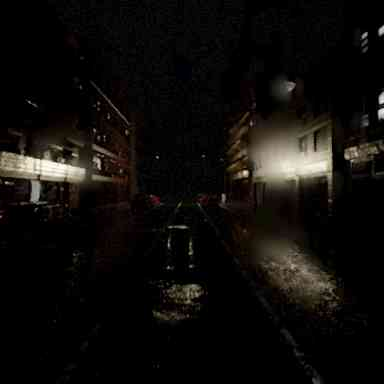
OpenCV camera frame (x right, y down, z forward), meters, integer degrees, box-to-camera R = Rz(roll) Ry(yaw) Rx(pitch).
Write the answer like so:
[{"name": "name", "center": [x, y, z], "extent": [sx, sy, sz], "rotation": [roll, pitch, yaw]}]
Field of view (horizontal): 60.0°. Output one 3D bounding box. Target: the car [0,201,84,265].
[{"name": "car", "center": [-5.782, 1.282, 11.682], "extent": [2.192, 1.841, 5.009], "rotation": [0, 0, 0]}]

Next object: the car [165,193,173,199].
[{"name": "car", "center": [-6.430, 1.132, 90.586], "extent": [2.008, 1.369, 4.403], "rotation": [0, 0, 0]}]

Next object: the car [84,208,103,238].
[{"name": "car", "center": [-5.829, 1.522, 17.319], "extent": [1.802, 1.307, 4.206], "rotation": [0, 0, 0]}]

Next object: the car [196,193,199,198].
[{"name": "car", "center": [2.089, 1.183, 73.743], "extent": [2.008, 1.369, 4.403], "rotation": [0, 0, 0]}]

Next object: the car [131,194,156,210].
[{"name": "car", "center": [-6.013, 1.147, 39.862], "extent": [2.192, 1.841, 5.009], "rotation": [0, 0, 0]}]

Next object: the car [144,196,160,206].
[{"name": "car", "center": [-6.106, 1.322, 51.136], "extent": [1.887, 1.381, 4.507], "rotation": [0, 0, 0]}]

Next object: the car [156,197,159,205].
[{"name": "car", "center": [-6.060, 1.245, 45.498], "extent": [1.967, 1.590, 4.097], "rotation": [0, 0, 0]}]

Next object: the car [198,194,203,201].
[{"name": "car", "center": [2.274, 1.288, 51.200], "extent": [1.887, 1.381, 4.507], "rotation": [0, 0, 0]}]

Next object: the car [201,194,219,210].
[{"name": "car", "center": [2.365, 1.323, 40.098], "extent": [1.752, 1.417, 4.829], "rotation": [0, 0, 0]}]
